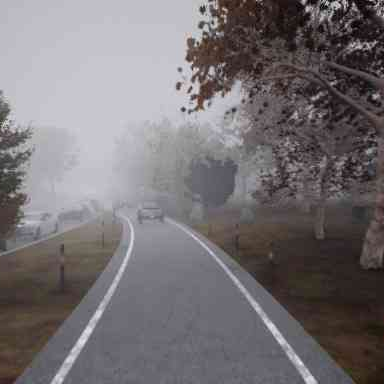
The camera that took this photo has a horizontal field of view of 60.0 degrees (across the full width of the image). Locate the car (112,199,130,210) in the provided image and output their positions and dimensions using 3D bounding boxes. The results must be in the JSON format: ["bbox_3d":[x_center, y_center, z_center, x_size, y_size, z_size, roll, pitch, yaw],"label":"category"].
[{"bbox_3d":[-8.927,1.493,42.107,1.895,1.301,4.718,-1,1,-23],"label":"car"}]

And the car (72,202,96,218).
[{"bbox_3d":[-11.417,1.831,35.408,2.002,1.452,4.674,1,0,-12],"label":"car"}]

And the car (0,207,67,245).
[{"bbox_3d":[-9.026,1.802,18.915,2.002,1.452,4.674,0,0,-4],"label":"car"}]

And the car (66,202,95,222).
[{"bbox_3d":[-10.223,1.761,29.382,2.097,1.535,5.008,-1,0,-7],"label":"car"}]

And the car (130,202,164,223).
[{"bbox_3d":[-3.322,1.487,25.344,2.128,1.511,4.902,-1,0,-14],"label":"car"}]
